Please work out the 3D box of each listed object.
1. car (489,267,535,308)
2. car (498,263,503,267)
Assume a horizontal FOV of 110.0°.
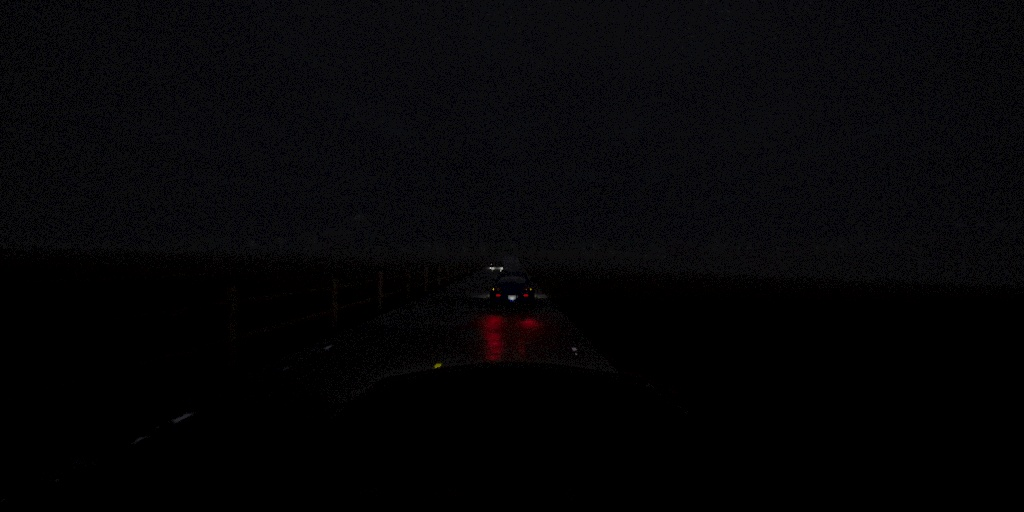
[{"bbox_3d":[0.025,1.389,15.745,1.812,1.442,4.674,0,0,1],"label":"car"},{"bbox_3d":[0.013,1.539,30.064,1.895,1.301,4.718,0,0,0],"label":"car"}]
